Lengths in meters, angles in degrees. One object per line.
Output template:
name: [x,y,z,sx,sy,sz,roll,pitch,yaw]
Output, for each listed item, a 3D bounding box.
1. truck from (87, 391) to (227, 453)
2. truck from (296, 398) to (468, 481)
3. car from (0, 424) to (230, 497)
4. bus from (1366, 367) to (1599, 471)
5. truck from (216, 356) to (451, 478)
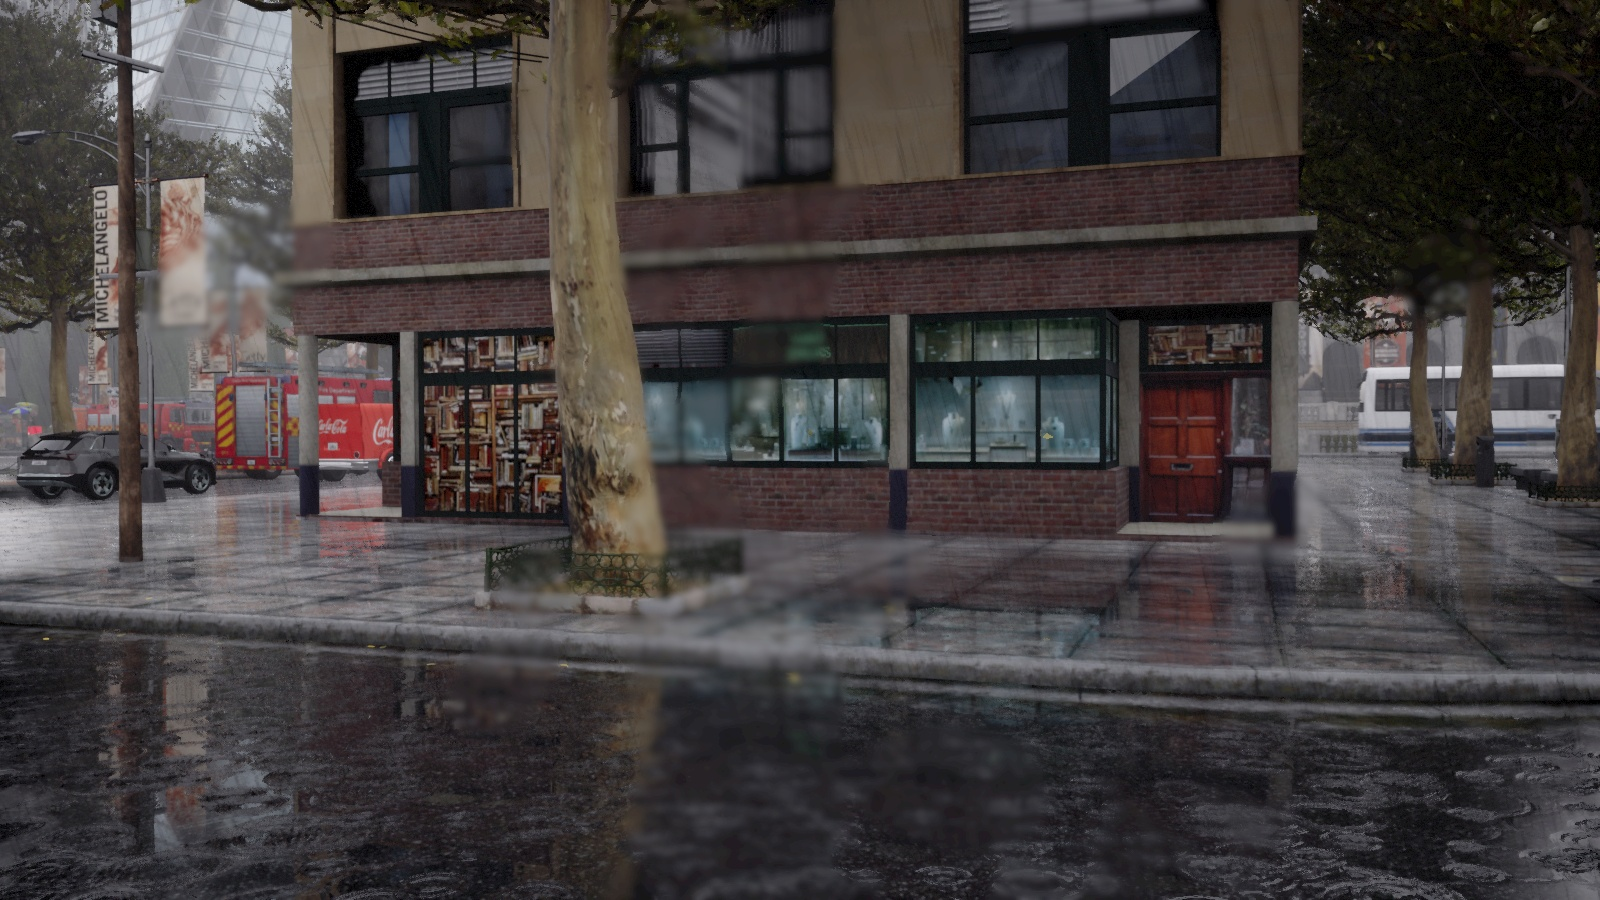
truck: [-40.944,-1.773,79.988,8.468,3.827,2.891,1,1,20]
truck: [-13.341,-0.358,40.475,2.627,2.467,5.204,1,1,20]
car: [-16.686,0.199,30.915,2.033,1.649,4.856,1,1,20]
bus: [30.335,-1.307,54.387,10.273,4.253,3.944,1,1,20]
truck: [-15.899,-1.098,43.706,2.891,3.827,8.468,1,1,20]
